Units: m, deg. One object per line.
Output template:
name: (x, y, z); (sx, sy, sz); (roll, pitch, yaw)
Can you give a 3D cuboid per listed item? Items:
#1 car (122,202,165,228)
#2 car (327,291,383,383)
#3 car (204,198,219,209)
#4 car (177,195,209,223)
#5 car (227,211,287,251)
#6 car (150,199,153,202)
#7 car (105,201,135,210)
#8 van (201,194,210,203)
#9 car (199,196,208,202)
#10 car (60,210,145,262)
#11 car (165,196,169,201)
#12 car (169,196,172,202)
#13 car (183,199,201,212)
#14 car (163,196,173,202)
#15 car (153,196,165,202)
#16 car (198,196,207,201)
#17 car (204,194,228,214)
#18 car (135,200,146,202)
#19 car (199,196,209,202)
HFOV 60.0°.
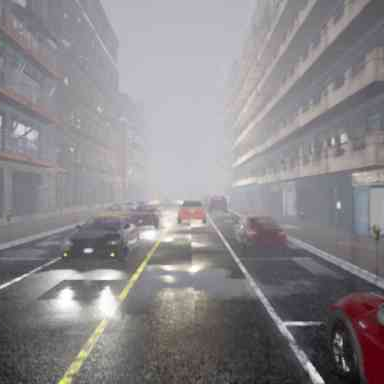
car: (-3.061, 1.570, 22.043); (1.994, 1.385, 4.181); (0, 0, 0)
car: (2.698, 1.441, 2.703); (1.967, 1.590, 4.097); (1, 0, 0)
car: (2.687, 1.582, 46.890); (1.947, 1.339, 4.313); (1, 0, 0)
car: (0.016, 1.359, 25.560); (2.097, 1.767, 4.553); (0, 0, 0)
car: (2.694, 1.585, 13.750); (1.802, 1.307, 4.206); (1, 0, 0)
car: (-5.692, 1.556, 35.856); (1.887, 1.381, 4.507); (1, 0, 0)
car: (-5.689, 1.532, 24.639); (1.752, 1.417, 4.829); (1, 0, 0)
van: (2.683, 1.369, 68.984); (1.690, 1.788, 3.998); (0, 0, 0)
car: (2.678, 1.581, 80.032); (1.887, 1.381, 4.507); (0, 0, 0)
car: (-3.094, 1.567, 11.948); (1.994, 1.385, 4.181); (0, 0, 0)
car: (-5.697, 1.572, 57.949); (2.008, 1.369, 4.403); (1, 0, 0)
car: (-5.701, 1.583, 74.519); (2.008, 1.369, 4.403); (1, 0, 0)
car: (0.052, 1.560, 40.140); (2.033, 1.411, 5.357); (0, 0, 0)
car: (-5.703, 1.587, 80.043); (2.008, 1.369, 4.403); (1, 0, 0)
car: (-5.695, 1.544, 52.255); (1.752, 1.417, 4.829); (1, 0, 0)
car: (2.676, 1.606, 85.555); (1.947, 1.339, 4.313); (0, 0, 0)
car: (2.692, 1.326, 35.844); (2.192, 1.841, 5.009); (1, 0, 0)
car: (-5.691, 1.560, 30.332); (2.008, 1.369, 4.403); (1, 0, 0)
car: (2.680, 1.577, 74.508); (1.887, 1.381, 4.507); (0, 0, 0)
